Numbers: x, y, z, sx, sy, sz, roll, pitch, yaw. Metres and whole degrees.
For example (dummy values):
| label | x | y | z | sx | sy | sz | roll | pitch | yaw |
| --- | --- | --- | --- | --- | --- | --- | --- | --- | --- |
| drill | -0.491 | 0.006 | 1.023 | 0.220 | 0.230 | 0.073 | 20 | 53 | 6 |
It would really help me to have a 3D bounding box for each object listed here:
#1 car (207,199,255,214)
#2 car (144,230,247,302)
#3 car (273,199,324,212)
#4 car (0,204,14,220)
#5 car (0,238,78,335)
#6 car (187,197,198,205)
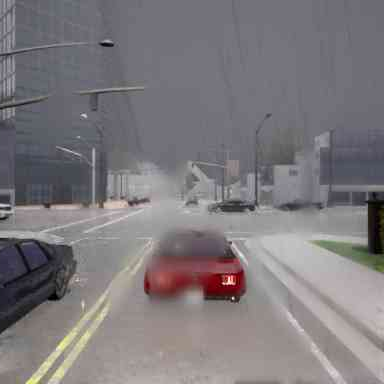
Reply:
| label | x | y | z | sx | sy | sz | roll | pitch | yaw |
| --- | --- | --- | --- | --- | --- | --- | --- | --- | --- |
| car | 3.980 | 1.505 | 33.962 | 4.892 | 1.490 | 1.837 | 0 | 0 | 0 |
| car | 0.068 | 1.600 | 8.189 | 1.895 | 1.301 | 4.718 | 0 | 0 | 0 |
| car | 11.991 | 1.537 | 37.557 | 5.357 | 1.411 | 2.033 | 0 | 0 | 0 |
| car | -17.346 | 1.335 | 26.585 | 5.566 | 2.045 | 2.150 | -1 | 0 | 0 |
| car | -3.617 | 1.547 | 5.621 | 2.033 | 1.411 | 5.357 | 0 | 0 | 0 |
| car | 0.039 | 1.539 | 58.284 | 2.033 | 1.411 | 5.357 | 0 | 0 | 0 |
